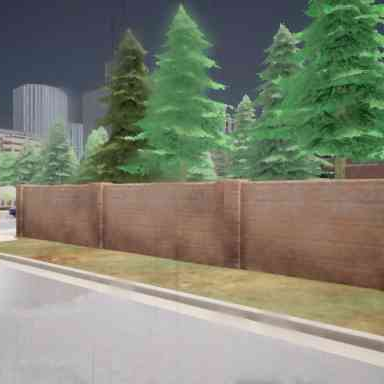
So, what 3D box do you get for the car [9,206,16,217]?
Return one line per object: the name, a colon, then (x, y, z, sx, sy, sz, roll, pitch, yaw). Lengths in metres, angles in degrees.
car: (-14.016, 1.478, 30.448, 1.882, 1.535, 5.008, 0, 0, 35)
